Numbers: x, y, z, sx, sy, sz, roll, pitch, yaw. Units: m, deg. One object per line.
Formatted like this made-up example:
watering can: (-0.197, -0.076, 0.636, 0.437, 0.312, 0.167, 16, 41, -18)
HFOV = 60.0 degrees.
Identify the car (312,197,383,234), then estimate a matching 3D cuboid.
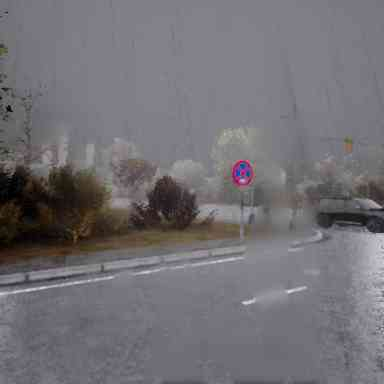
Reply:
car: (10.106, 1.357, 20.518, 2.150, 2.045, 5.566, 0, 0, -32)
